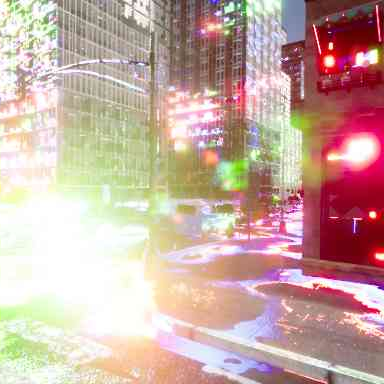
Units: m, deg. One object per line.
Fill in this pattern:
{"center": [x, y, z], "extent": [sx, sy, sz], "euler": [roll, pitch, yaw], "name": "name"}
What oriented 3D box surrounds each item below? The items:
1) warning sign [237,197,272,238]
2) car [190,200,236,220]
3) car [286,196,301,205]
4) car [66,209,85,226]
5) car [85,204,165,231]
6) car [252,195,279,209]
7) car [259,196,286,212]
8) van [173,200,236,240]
{"center": [3.048, 1.177, 16.147], "extent": [1.300, 1.860, 1.060], "euler": [1, 1, 35], "name": "warning sign"}
{"center": [1.900, 1.447, 28.684], "extent": [1.812, 1.442, 4.674], "euler": [1, 1, 35], "name": "car"}
{"center": [16.161, 1.364, 53.365], "extent": [1.752, 1.417, 4.829], "euler": [1, 1, 35], "name": "car"}
{"center": [-6.084, 1.467, 21.871], "extent": [1.947, 1.339, 4.313], "euler": [1, 1, 35], "name": "car"}
{"center": [-3.867, 1.541, 20.522], "extent": [1.895, 1.301, 4.718], "euler": [1, 1, 35], "name": "car"}
{"center": [9.876, 1.294, 44.465], "extent": [1.967, 1.590, 4.097], "euler": [1, 1, 35], "name": "car"}
{"center": [8.794, 1.379, 38.416], "extent": [1.882, 1.535, 5.008], "euler": [1, 1, 36], "name": "car"}
{"center": [0.764, 1.368, 17.034], "extent": [1.690, 1.788, 3.998], "euler": [1, 1, 35], "name": "van"}
